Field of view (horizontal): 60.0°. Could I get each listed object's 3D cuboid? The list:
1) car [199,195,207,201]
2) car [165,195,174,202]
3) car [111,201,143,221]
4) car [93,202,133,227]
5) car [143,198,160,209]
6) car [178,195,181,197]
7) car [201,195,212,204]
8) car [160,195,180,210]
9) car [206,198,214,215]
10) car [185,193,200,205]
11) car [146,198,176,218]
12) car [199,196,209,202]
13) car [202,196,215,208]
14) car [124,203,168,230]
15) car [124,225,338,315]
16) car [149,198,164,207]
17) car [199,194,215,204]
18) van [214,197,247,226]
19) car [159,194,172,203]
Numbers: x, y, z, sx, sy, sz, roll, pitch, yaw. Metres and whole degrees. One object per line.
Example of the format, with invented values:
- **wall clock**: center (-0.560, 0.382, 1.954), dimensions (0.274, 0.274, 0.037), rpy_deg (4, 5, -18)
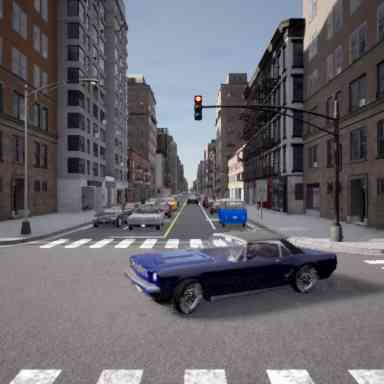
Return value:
- **car**: center (2.675, 1.530, 84.913), dimensions (1.947, 1.339, 4.313), rpy_deg (0, 0, 0)
- **car**: center (-5.353, 1.409, 79.232), dimensions (1.967, 1.590, 4.097), rpy_deg (0, 0, 0)
- **car**: center (-5.376, 1.543, 28.095), dimensions (1.887, 1.381, 4.507), rpy_deg (0, 0, 0)
- **car**: center (-5.378, 1.549, 22.413), dimensions (2.008, 1.369, 4.403), rpy_deg (0, 0, 0)
- **car**: center (-5.368, 1.519, 44.971), dimensions (1.752, 1.417, 4.829), rpy_deg (0, 0, 0)
- **car**: center (-2.788, 1.591, 50.018), dimensions (1.895, 1.301, 4.718), rpy_deg (0, 0, 0)
- **car**: center (2.665, 1.422, 62.188), dimensions (1.967, 1.590, 4.097), rpy_deg (0, 0, 0)
- **car**: center (-2.826, 1.474, 39.912), dimensions (1.882, 1.535, 5.008), rpy_deg (0, 0, 0)
- **car**: center (2.652, 1.580, 33.781), dimensions (1.802, 1.307, 4.206), rpy_deg (0, 0, 0)
- **car**: center (0.135, 1.463, 56.841), dimensions (1.882, 1.535, 5.008), rpy_deg (0, 0, 0)
- **car**: center (-2.833, 1.562, 30.266), dimensions (1.994, 1.385, 4.181), rpy_deg (0, 0, 0)
- **car**: center (2.670, 1.524, 73.550), dimensions (2.008, 1.369, 4.403), rpy_deg (0, 0, 0)
- **car**: center (2.657, 1.576, 45.144), dimensions (1.802, 1.307, 4.206), rpy_deg (0, 0, 0)
- **car**: center (-2.811, 1.600, 21.121), dimensions (1.895, 1.301, 4.718), rpy_deg (0, 0, -1)
- **car**: center (0.937, 1.614, 7.566), dimensions (4.718, 1.301, 1.895), rpy_deg (0, 0, -26)
- **car**: center (-5.365, 1.556, 50.823), dimensions (1.947, 1.339, 4.313), rpy_deg (0, 0, 0)
- **car**: center (2.660, 1.305, 50.825), dimensions (2.192, 1.841, 5.009), rpy_deg (0, 0, 0)
- **van**: center (2.647, 1.340, 22.419), dimensions (1.690, 1.788, 3.998), rpy_deg (0, 0, 0)
- **car**: center (-5.358, 1.292, 67.868), dimensions (2.192, 1.841, 5.009), rpy_deg (0, 0, 0)
